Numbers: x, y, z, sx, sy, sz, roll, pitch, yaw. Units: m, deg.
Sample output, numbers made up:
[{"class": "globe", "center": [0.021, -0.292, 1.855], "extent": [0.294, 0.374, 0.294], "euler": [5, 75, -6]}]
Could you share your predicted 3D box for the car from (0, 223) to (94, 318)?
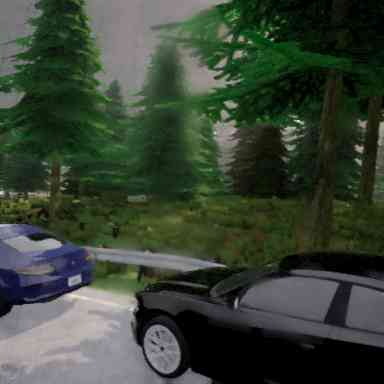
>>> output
[{"class": "car", "center": [-4.210, 1.385, 6.869], "extent": [4.674, 1.442, 1.812], "euler": [1, 2, 23]}]

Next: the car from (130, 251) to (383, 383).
[{"class": "car", "center": [1.490, 1.431, 3.726], "extent": [5.008, 1.535, 1.882], "euler": [1, 1, 35]}]
